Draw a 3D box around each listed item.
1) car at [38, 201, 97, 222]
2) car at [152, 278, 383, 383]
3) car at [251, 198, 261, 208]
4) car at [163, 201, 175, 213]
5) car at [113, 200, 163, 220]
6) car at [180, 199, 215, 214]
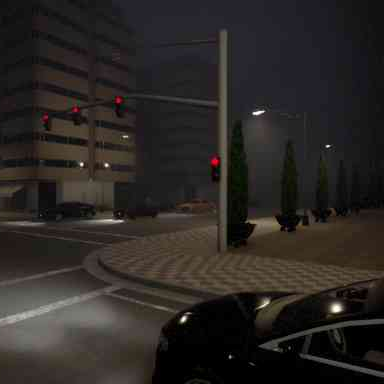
[{"bbox_3d":[-10.226,1.560,27.528,1.837,1.490,4.892,0,0,35],"label":"car"},{"bbox_3d":[1.834,1.492,2.665,4.902,1.511,2.128,0,0,36],"label":"car"},{"bbox_3d":[8.242,1.543,47.565,2.128,1.511,4.902,0,1,35],"label":"car"},{"bbox_3d":[-4.050,1.603,36.270,2.033,1.411,5.357,0,0,35],"label":"car"},{"bbox_3d":[-4.851,1.619,29.072,1.994,1.385,4.181,0,0,35],"label":"car"},{"bbox_3d":[0.658,1.533,36.866,1.882,1.535,5.008,0,0,35],"label":"car"}]
